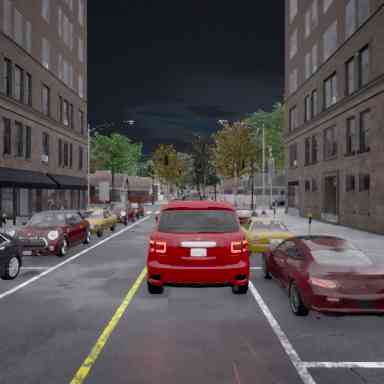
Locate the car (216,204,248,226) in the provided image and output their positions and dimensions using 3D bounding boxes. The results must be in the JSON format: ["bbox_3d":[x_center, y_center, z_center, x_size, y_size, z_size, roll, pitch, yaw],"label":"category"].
[{"bbox_3d":[2.748,1.590,23.742,1.802,1.307,4.206,0,0,0],"label":"car"}]

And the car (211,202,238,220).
[{"bbox_3d":[2.776,1.578,29.261,1.947,1.339,4.313,0,0,0],"label":"car"}]

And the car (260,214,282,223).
[{"bbox_3d":[2.694,1.528,12.876,1.752,1.417,4.829,0,0,0],"label":"car"}]

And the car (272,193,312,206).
[{"bbox_3d":[15.684,1.146,52.193,5.566,2.045,2.150,0,0,-1],"label":"car"}]

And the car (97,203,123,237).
[{"bbox_3d":[-5.305,1.531,18.092,1.752,1.417,4.829,0,0,0],"label":"car"}]

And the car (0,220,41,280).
[{"bbox_3d":[-5.359,1.551,7.224,2.008,1.369,4.403,0,0,0],"label":"car"}]

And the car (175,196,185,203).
[{"bbox_3d":[-2.676,1.622,74.518,1.994,1.385,4.181,0,0,0],"label":"car"}]

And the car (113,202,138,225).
[{"bbox_3d":[-5.277,1.449,23.781,1.967,1.590,4.097,0,0,0],"label":"car"}]

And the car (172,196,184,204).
[{"bbox_3d":[-2.738,1.601,64.629,2.033,1.411,5.357,0,0,1],"label":"car"}]

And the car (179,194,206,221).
[{"bbox_3d":[0.109,1.233,28.952,2.150,2.045,5.566,0,0,2],"label":"car"}]

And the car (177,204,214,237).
[{"bbox_3d":[0.188,1.511,18.938,1.837,1.490,4.892,0,0,1],"label":"car"}]

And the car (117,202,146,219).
[{"bbox_3d":[-5.249,1.594,29.299,1.802,1.307,4.206,0,0,0],"label":"car"}]

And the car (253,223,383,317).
[{"bbox_3d":[2.666,1.582,7.188,1.802,1.307,4.206,0,0,0],"label":"car"}]

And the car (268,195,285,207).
[{"bbox_3d":[13.618,1.287,48.922,4.553,1.767,2.097,0,0,0],"label":"car"}]

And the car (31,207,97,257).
[{"bbox_3d":[-5.332,1.443,12.743,1.967,1.590,4.097,0,0,0],"label":"car"}]

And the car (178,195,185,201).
[{"bbox_3d":[-2.650,1.614,85.557,1.812,1.442,4.674,0,0,0],"label":"car"}]

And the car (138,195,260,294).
[{"bbox_3d":[0.136,1.223,8.909,2.150,2.045,5.566,0,0,0],"label":"car"}]

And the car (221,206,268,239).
[{"bbox_3d":[2.721,1.550,18.224,1.887,1.381,4.507,0,0,0],"label":"car"}]
